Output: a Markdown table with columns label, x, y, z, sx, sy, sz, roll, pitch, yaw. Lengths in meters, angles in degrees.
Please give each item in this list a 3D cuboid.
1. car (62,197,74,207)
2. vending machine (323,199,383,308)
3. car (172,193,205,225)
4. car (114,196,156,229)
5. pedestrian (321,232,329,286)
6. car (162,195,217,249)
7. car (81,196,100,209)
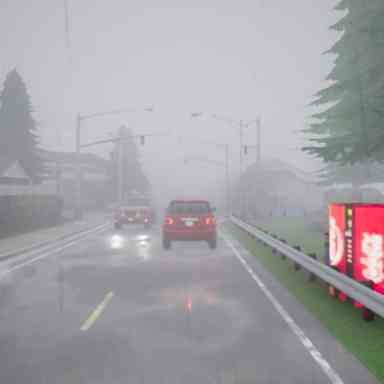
| label | x | y | z | sx | sy | sz | roll | pitch | yaw |
| --- | --- | --- | --- | --- | --- | --- | --- | --- | --- |
| car | -20.629 | 1.658 | 53.177 | 2.242 | 1.667 | 4.611 | 0 | 0 | -1 |
| vending machine | 3.457 | 1.214 | 6.911 | 1.100 | 2.100 | 0.880 | 0 | 0 | 0 |
| car | -0.430 | 1.253 | 27.118 | 2.150 | 2.045 | 5.566 | 0 | 2 | -6 |
| car | -3.661 | 1.282 | 22.344 | 2.150 | 2.045 | 5.566 | 0 | 0 | 0 |
| pedestrian | 3.231 | 1.517 | 7.839 | 0.375 | 1.300 | 0.375 | 0 | 0 | 0 |
| car | -0.081 | 1.268 | 14.995 | 2.150 | 2.045 | 5.566 | 0 | 0 | 0 |
| car | -14.890 | 1.473 | 48.943 | 1.905 | 1.878 | 3.866 | 0 | 0 | -1 |
